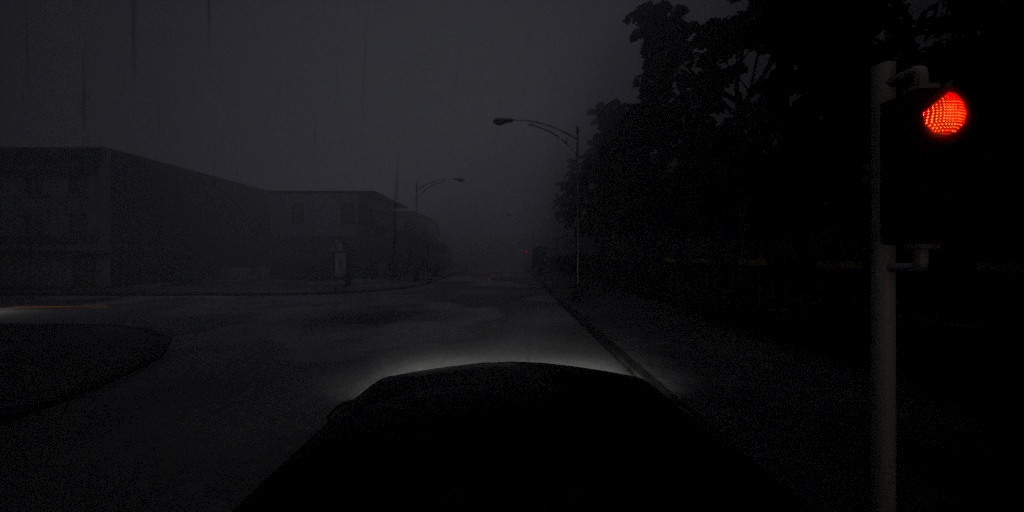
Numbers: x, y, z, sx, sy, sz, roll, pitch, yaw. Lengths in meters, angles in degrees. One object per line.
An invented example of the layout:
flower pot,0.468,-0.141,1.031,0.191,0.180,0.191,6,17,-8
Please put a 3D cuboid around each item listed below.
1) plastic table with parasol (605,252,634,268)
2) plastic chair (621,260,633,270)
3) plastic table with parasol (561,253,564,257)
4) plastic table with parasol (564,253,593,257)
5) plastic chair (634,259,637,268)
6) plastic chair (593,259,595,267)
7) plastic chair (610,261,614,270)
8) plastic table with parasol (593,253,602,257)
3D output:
plastic table with parasol,15.306,0.694,51.217,2.482,2.480,2.482,0,0,-40
plastic chair,16.038,1.296,50.218,0.750,1.272,0.730,0,0,-40
plastic table with parasol,10.700,0.705,62.399,2.482,2.480,2.482,0,0,-40
plastic table with parasol,9.987,0.684,53.957,2.482,2.480,2.482,0,0,-40
plastic chair,18.661,1.161,54.665,0.750,1.272,0.730,0,0,-39
plastic chair,13.734,1.304,58.543,0.730,1.272,0.750,0,0,-35
plastic chair,14.332,1.306,50.316,0.730,1.272,0.750,0,0,-35
plastic table with parasol,14.686,0.673,59.431,2.482,2.480,2.482,0,0,-42
